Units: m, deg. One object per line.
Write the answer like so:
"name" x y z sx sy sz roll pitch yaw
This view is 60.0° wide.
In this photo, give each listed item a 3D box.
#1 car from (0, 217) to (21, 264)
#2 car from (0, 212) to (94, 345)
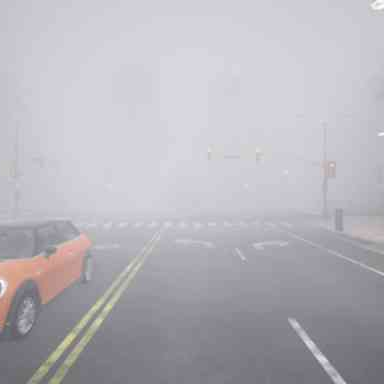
"car" -7.001 1.570 9.615 1.994 1.385 4.181 0 0 0
"car" -3.532 1.355 6.473 2.097 1.767 4.553 0 0 0
